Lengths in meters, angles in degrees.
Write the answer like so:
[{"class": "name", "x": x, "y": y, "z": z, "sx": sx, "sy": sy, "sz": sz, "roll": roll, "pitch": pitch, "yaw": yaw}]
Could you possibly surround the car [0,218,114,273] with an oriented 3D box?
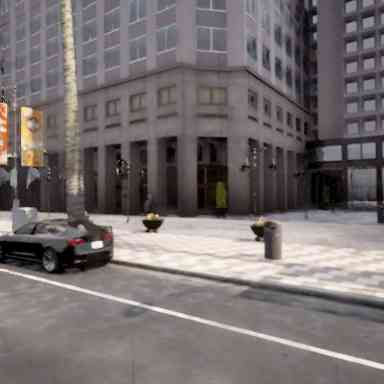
[{"class": "car", "x": -4.713, "y": 1.626, "z": 11.124, "sx": 4.786, "sy": 1.482, "sz": 2.161, "roll": -1, "pitch": 0, "yaw": 35}]
